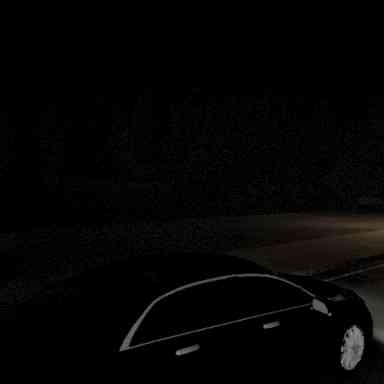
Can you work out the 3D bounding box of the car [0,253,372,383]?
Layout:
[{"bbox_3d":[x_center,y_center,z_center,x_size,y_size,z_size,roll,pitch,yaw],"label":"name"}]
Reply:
[{"bbox_3d":[0.226,1.502,3.907,4.892,1.490,1.837,1,0,-36],"label":"car"}]
